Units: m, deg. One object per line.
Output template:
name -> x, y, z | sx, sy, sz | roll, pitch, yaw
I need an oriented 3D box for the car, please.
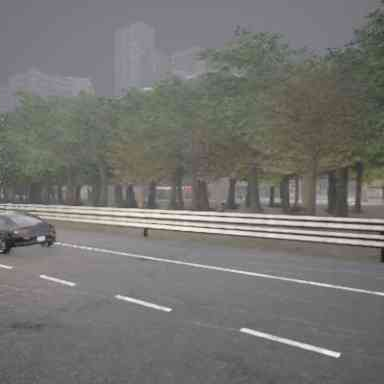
car -> -7.356, 1.537, 13.427 | 4.674, 1.442, 1.812 | 0, 0, 36
